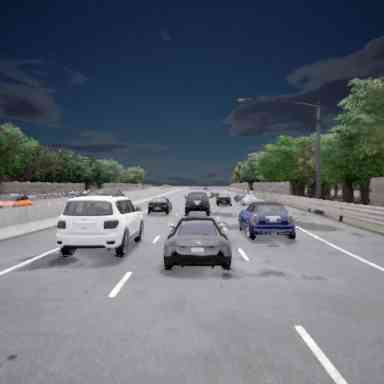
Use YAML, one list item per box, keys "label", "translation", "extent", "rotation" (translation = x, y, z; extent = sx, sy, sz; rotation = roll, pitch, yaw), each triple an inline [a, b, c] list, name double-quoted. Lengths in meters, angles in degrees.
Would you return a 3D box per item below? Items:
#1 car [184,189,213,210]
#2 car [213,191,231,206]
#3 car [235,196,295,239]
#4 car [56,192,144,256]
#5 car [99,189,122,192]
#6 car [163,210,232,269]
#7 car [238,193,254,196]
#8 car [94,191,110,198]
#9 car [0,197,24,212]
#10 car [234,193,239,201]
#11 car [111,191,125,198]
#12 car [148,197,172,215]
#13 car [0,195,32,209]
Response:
- label: "car"
  translation: [0.500, 1.009, 29.998]
  extent: [2.150, 2.045, 5.566]
  rotation: [0, 1, 1]
- label: "car"
  translation: [4.297, 1.024, 46.111]
  extent: [1.882, 1.535, 5.008]
  rotation: [0, 1, 1]
- label: "car"
  translation: [3.635, 1.267, 16.865]
  extent: [2.097, 1.767, 4.553]
  rotation: [0, 0, 1]
- label: "car"
  translation: [-3.314, 1.168, 12.982]
  extent: [2.150, 2.045, 5.566]
  rotation: [0, 0, 1]
- label: "car"
  translation: [-13.044, 0.606, 55.056]
  extent: [2.150, 2.045, 5.566]
  rotation: [0, 1, 2]
- label: "car"
  translation: [0.169, 1.525, 11.011]
  extent: [1.994, 1.385, 4.181]
  rotation: [0, 0, 1]
- label: "car"
  translation: [7.619, 1.104, 44.162]
  extent: [1.812, 1.442, 4.674]
  rotation: [0, 1, 3]
- label: "car"
  translation: [-19.556, 0.489, 72.584]
  extent: [2.033, 1.411, 5.357]
  rotation: [0, 1, 1]
- label: "car"
  translation: [-20.472, 1.274, 35.649]
  extent: [2.033, 1.411, 5.357]
  rotation: [0, 1, 1]
- label: "car"
  translation: [7.998, 0.935, 54.193]
  extent: [2.033, 1.411, 5.357]
  rotation: [0, 1, 1]
- label: "car"
  translation: [-16.056, 0.473, 72.497]
  extent: [1.812, 1.442, 4.674]
  rotation: [0, 1, 1]
- label: "car"
  translation: [-2.964, 1.248, 31.477]
  extent: [1.882, 1.535, 5.008]
  rotation: [0, 1, 1]
- label: "car"
  translation: [-17.162, 1.128, 31.637]
  extent: [2.097, 1.767, 4.553]
  rotation: [0, 1, 1]
